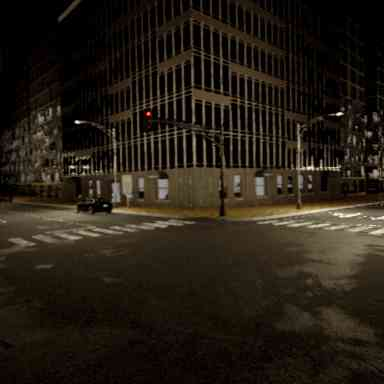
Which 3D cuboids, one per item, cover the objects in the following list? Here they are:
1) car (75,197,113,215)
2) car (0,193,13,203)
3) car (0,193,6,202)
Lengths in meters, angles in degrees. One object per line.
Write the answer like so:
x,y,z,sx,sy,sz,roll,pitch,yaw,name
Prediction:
-8.191,1.102,27.647,1.947,1.339,4.313,-3,2,-42,car
-27.926,0.886,49.281,1.752,1.417,4.829,-3,2,-42,car
-31.558,0.878,53.242,2.008,1.369,4.403,-3,2,-42,car
